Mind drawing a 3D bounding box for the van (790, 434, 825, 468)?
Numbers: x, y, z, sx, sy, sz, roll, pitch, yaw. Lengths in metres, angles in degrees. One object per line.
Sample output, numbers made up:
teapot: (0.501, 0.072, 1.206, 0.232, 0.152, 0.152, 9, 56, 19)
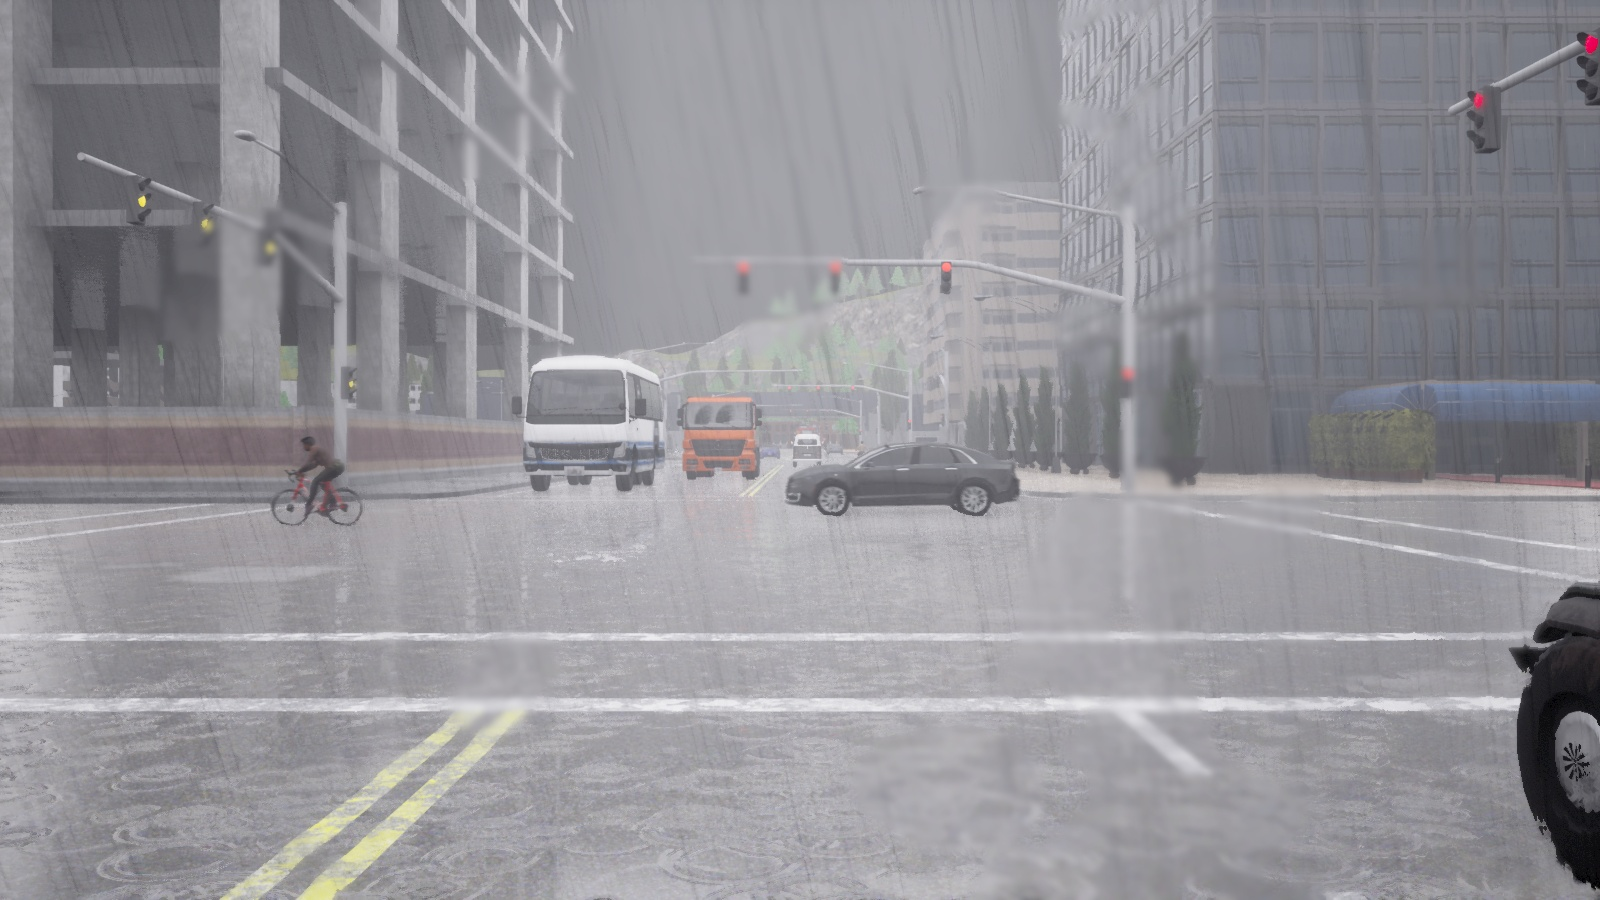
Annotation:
van: (0.452, 0.032, 77.677, 2.069, 2.038, 4.480, 0, 0, 0)

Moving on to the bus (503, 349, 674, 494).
bus: (-6.747, -0.873, 42.103, 3.944, 4.253, 10.273, 0, 0, 0)

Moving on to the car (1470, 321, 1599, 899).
car: (3.532, 0.529, 2.910, 1.905, 1.878, 3.866, 0, 0, 0)

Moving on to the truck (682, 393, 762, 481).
truck: (-3.185, -0.539, 53.286, 2.891, 3.462, 7.936, 0, 0, 0)

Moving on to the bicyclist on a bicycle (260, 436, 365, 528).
bicyclist on a bicycle: (-8.766, 0.565, 22.601, 1.656, 1.620, 0.582, 0, 0, 0)

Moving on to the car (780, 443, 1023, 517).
car: (2.038, 0.605, 26.215, 4.892, 1.490, 1.837, 0, 0, -1)
